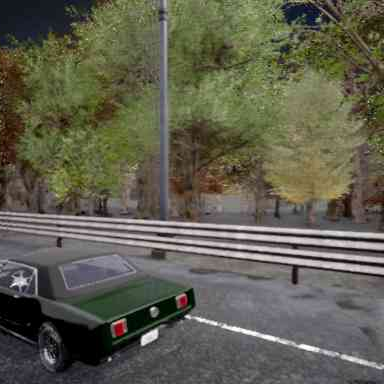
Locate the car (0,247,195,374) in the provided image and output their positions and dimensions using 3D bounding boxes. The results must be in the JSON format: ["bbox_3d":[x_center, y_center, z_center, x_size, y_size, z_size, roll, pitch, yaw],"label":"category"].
[{"bbox_3d":[-2.362,1.644,5.693,4.718,1.301,1.895,-1,0,36],"label":"car"}]
